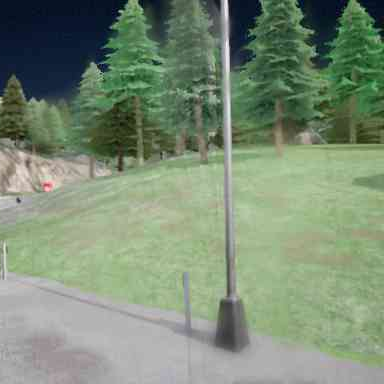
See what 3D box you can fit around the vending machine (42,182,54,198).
[{"bbox_3d":[-20.284,-0.238,46.938,1.100,2.100,0.880,-5,-1,1],"label":"vending machine"}]
